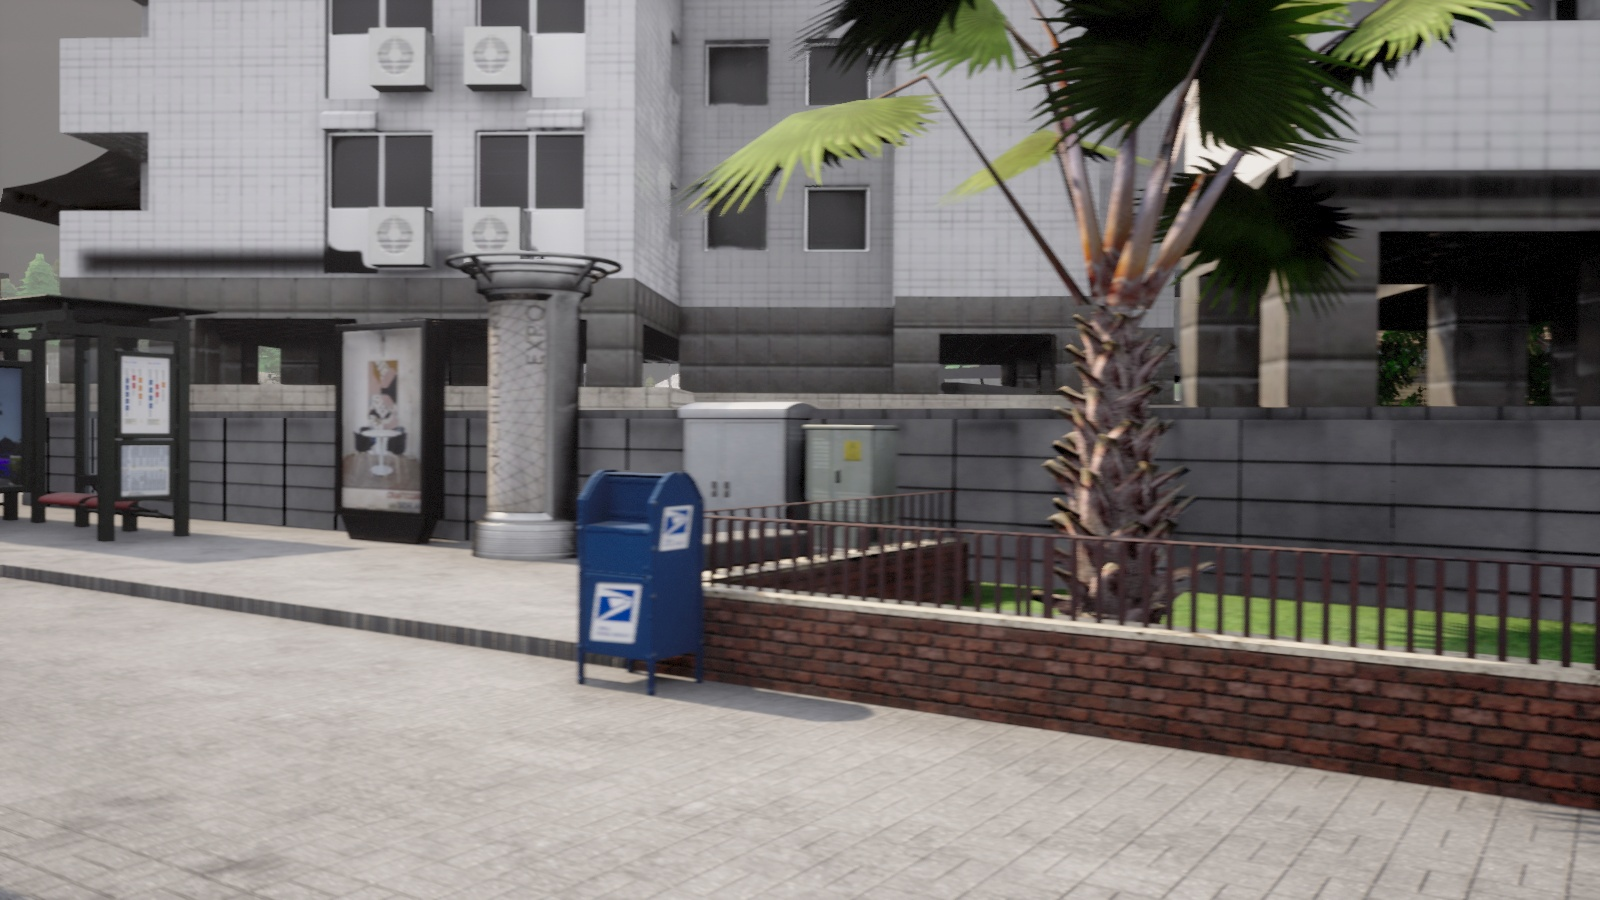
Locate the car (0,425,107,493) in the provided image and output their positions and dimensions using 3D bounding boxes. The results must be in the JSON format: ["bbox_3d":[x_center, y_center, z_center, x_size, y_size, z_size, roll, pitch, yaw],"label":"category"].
[{"bbox_3d":[-22.567,0.235,36.392,1.905,1.878,3.866,0,1,34],"label":"car"}]
